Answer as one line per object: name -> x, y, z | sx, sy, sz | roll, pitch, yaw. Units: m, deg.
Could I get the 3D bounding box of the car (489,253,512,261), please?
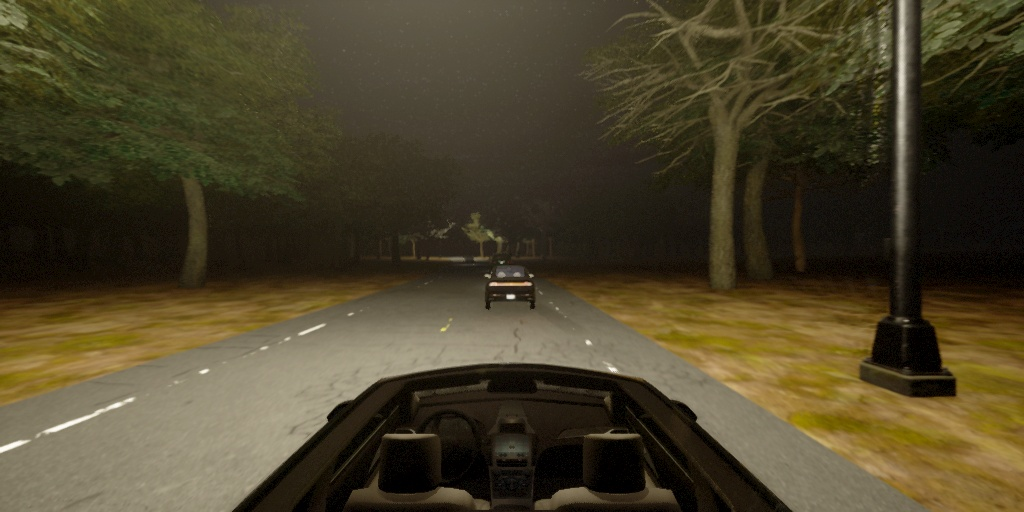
car -> -1.127, 0.719, 35.876 | 2.150, 2.045, 5.566 | 0, 0, -4

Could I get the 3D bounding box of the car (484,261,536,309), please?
car -> -0.102, 1.149, 14.434 | 2.128, 1.511, 4.902 | 0, 0, -1
